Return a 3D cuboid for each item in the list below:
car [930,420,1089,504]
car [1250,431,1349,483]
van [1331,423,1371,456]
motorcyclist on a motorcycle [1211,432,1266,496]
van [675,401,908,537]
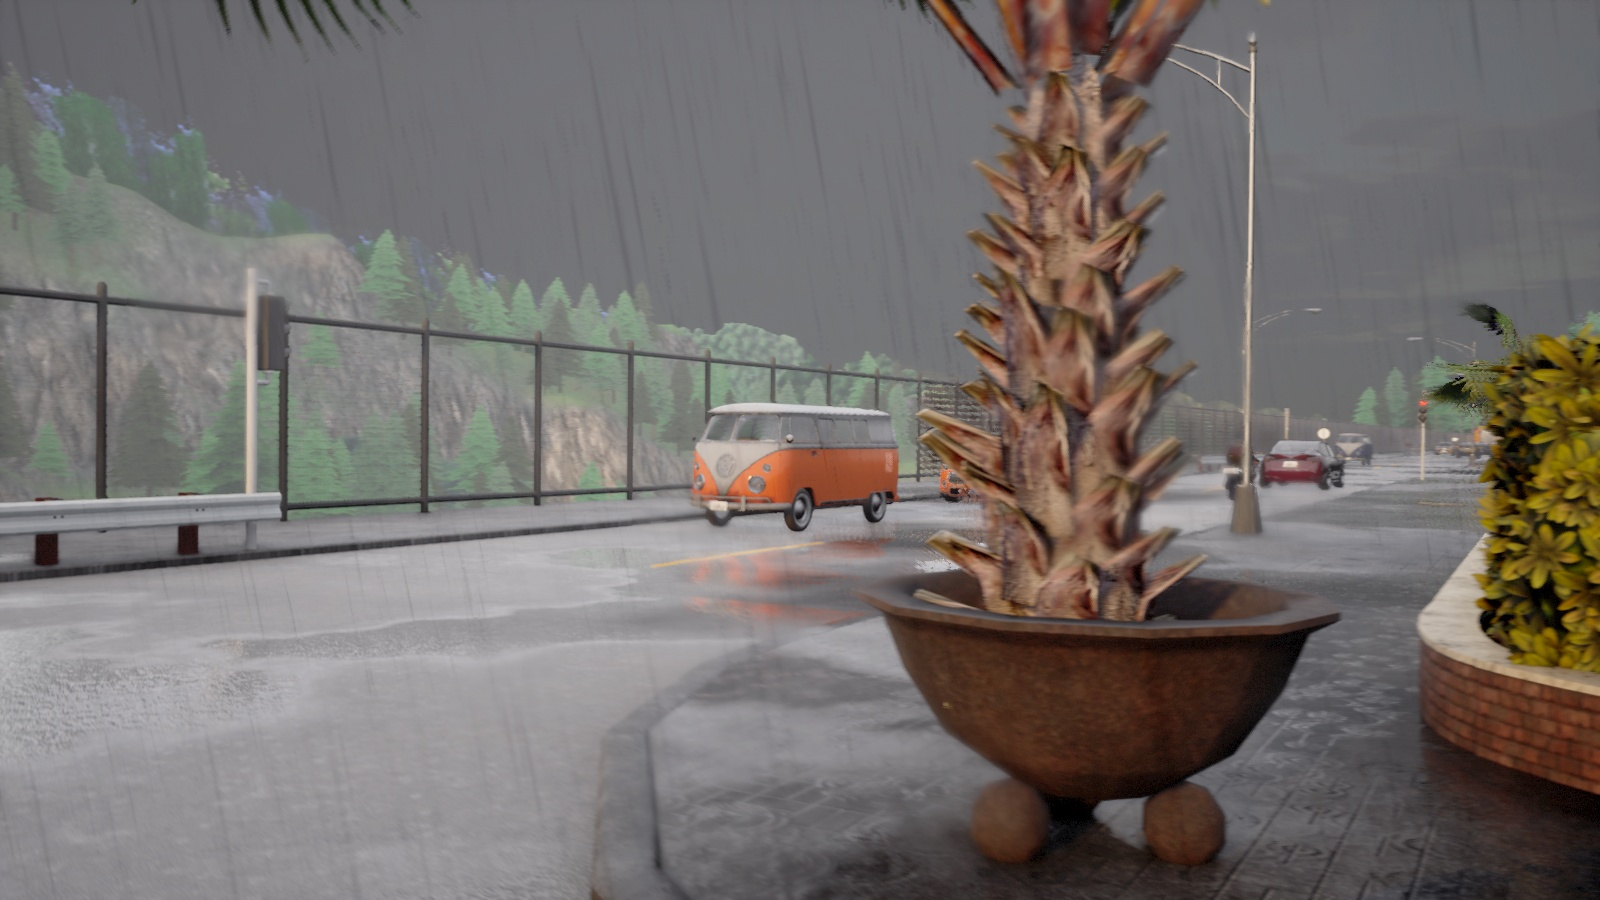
[{"bbox_3d":[4.912,0.223,28.964,2.097,1.767,4.553,0,1,31],"label":"car"},{"bbox_3d":[15.570,0.171,38.987,2.163,1.488,4.792,0,1,30],"label":"car"},{"bbox_3d":[34.533,-0.671,78.668,1.775,1.987,4.442,0,1,31],"label":"van"},{"bbox_3d":[10.932,0.329,31.253,0.866,1.530,2.191,0,1,31],"label":"motorcyclist on a motorcycle"},{"bbox_3d":[-0.007,0.249,20.708,1.775,1.987,4.442,0,1,31],"label":"van"}]
